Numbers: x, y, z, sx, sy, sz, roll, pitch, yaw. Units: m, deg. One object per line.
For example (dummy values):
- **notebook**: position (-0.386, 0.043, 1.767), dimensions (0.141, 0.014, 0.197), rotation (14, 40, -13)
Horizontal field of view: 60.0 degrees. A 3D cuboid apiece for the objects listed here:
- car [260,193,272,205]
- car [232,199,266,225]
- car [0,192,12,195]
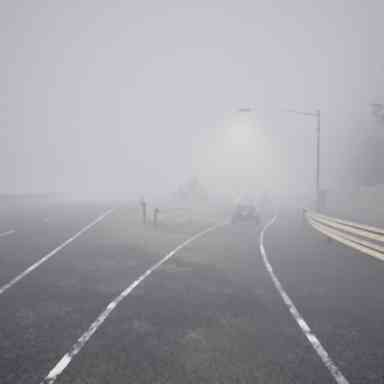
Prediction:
- **car**: position (12.842, 1.459, 58.206), dimensions (2.128, 1.511, 4.902), rotation (1, 3, 12)
- **car**: position (4.733, 1.760, 27.982), dimensions (2.097, 1.767, 4.553), rotation (1, -1, 17)
- **car**: position (-31.046, 0.792, 55.058), dimensions (1.882, 1.535, 5.008), rotation (0, 0, -8)
